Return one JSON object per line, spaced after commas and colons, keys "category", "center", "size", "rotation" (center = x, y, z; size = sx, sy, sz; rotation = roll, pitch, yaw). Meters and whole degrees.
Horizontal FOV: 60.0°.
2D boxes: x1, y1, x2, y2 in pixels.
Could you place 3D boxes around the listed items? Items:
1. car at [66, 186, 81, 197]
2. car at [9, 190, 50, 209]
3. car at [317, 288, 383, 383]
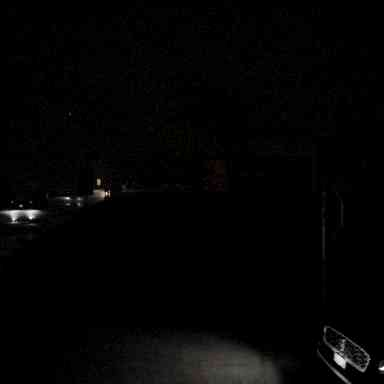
{"category": "car", "center": [-16.551, -0.104, 47.246], "size": [1.837, 1.490, 4.892], "rotation": [0, 1, -9]}
{"category": "car", "center": [-13.328, 0.582, 27.691], "size": [2.033, 1.411, 5.357], "rotation": [0, 2, -9]}
{"category": "car", "center": [3.940, 1.510, 3.878], "size": [4.892, 1.490, 1.837], "rotation": [0, 0, -10]}
